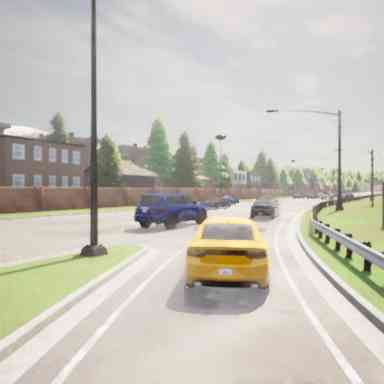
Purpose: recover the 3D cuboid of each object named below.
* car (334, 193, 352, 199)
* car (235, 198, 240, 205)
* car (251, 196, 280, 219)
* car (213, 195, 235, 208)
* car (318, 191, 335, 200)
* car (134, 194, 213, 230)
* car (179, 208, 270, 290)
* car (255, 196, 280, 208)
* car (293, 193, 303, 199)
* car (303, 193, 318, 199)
[{"bbox_3d":[36.188,1.111,79.624,2.033,1.411,5.357,0,0,32],"label":"car"},{"bbox_3d":[5.675,1.256,50.948,1.812,1.442,4.674,0,0,32],"label":"car"},{"bbox_3d":[6.073,1.361,27.443,1.837,1.490,4.892,0,1,21],"label":"car"},{"bbox_3d":[3.027,1.388,40.243,1.895,1.301,4.718,0,0,32],"label":"car"},{"bbox_3d":[33.248,0.787,81.523,2.150,2.045,5.566,0,0,32],"label":"car"},{"bbox_3d":[-1.166,1.113,20.566,2.150,2.045,5.566,0,0,32],"label":"car"},{"bbox_3d":[1.005,1.429,9.111,1.882,1.535,5.008,0,0,8],"label":"car"},{"bbox_3d":[10.335,1.264,45.222,1.837,1.490,4.892,0,0,32],"label":"car"},{"bbox_3d":[27.322,1.084,85.249,2.033,1.411,5.357,0,0,32],"label":"car"},{"bbox_3d":[30.277,1.093,83.374,2.033,1.411,5.357,0,0,32],"label":"car"}]
